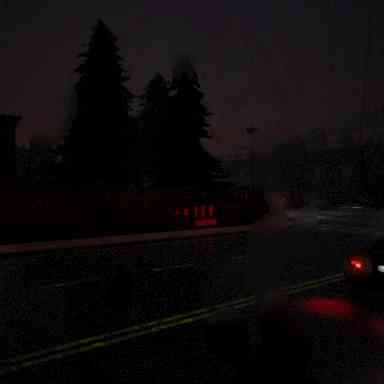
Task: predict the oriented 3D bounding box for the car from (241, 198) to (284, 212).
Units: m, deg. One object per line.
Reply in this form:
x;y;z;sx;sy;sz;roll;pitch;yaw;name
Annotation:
8.288;1.473;39.426;1.882;1.535;5.008;0;0;-35;car

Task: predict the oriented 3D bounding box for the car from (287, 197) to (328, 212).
12.921;1.347;38.928;2.097;1.767;4.553;0;0;-35;car

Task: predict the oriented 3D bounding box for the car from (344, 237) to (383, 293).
5.788;1.546;7.900;5.357;1.411;2.033;0;0;-35;car

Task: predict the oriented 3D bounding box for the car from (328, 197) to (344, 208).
19.401;1.470;48.307;1.882;1.535;5.008;0;0;-35;car

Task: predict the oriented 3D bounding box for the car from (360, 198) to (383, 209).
25.483;1.556;45.754;1.994;1.385;4.181;0;0;-35;car

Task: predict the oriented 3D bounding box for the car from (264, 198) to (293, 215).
7.611;1.597;34.309;1.895;1.301;4.718;0;0;-35;car
